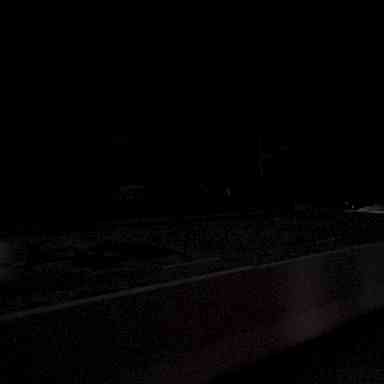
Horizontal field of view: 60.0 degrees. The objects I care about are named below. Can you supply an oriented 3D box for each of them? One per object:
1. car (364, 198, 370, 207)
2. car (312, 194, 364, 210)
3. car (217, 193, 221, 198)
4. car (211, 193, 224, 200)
[{"bbox_3d":[17.770,0.959,38.282,1.882,1.535,5.008,-1,1,-38],"label":"car"},{"bbox_3d":[14.937,1.149,34.661,1.895,1.301,4.718,-1,1,-23],"label":"car"},{"bbox_3d":[5.969,1.084,54.777,1.895,1.301,4.718,-1,1,-35],"label":"car"},{"bbox_3d":[5.436,0.874,70.323,1.994,1.385,4.181,-1,1,-6],"label":"car"}]
